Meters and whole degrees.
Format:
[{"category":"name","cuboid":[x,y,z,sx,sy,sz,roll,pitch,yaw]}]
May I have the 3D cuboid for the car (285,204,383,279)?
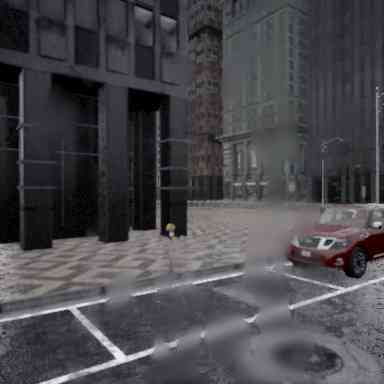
[{"category":"car","cuboid":[5.072,1.312,10.269,5.009,1.841,2.192,0,0,-35]}]
